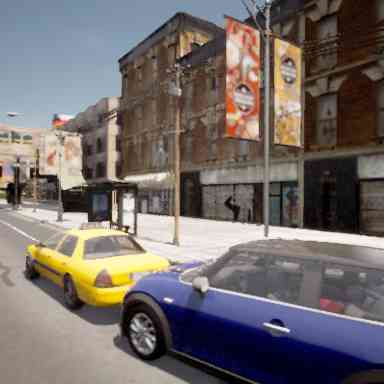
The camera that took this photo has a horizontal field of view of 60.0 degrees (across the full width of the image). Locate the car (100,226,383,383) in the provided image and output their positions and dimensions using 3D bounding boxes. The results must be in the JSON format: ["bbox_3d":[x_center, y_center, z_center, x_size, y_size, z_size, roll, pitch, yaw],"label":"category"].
[{"bbox_3d":[1.057,1.410,4.383,4.553,1.767,2.097,0,-1,40],"label":"car"}]

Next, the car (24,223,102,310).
[{"bbox_3d":[-2.581,1.522,8.059,1.801,1.575,5.366,1,-1,-40],"label":"car"}]
